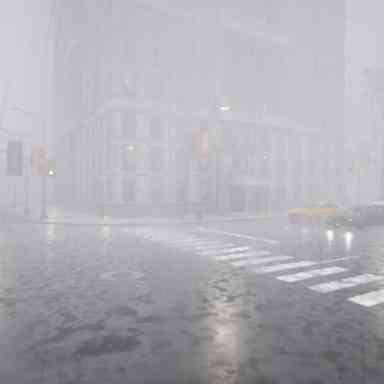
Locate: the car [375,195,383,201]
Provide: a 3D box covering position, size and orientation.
[{"bbox_3d":[17.766,1.191,29.199,5.566,2.045,2.150,0,0,-31],"label":"car"}]

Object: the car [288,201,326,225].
[{"bbox_3d":[9.059,1.454,23.929,5.008,1.535,1.882,0,0,-31],"label":"car"}]

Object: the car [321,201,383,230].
[{"bbox_3d":[10.864,1.526,20.934,5.357,1.411,2.033,0,0,-31],"label":"car"}]
